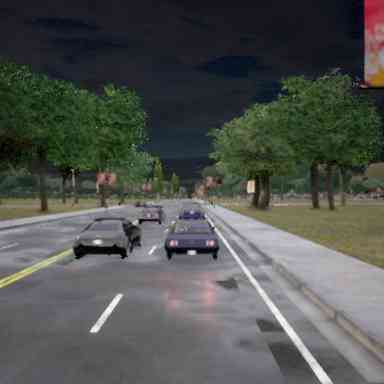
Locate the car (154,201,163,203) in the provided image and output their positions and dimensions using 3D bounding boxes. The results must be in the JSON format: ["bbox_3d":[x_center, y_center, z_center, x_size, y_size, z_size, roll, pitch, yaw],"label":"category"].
[{"bbox_3d":[-6.546,2.393,63.812,1.895,1.301,4.718,0,-1,0],"label":"car"}]

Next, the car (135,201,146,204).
[{"bbox_3d":[-9.799,2.354,63.571,1.994,1.385,4.181,0,-1,0],"label":"car"}]

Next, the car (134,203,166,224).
[{"bbox_3d":[-3.251,1.865,27.515,2.033,1.411,5.357,0,-1,0],"label":"car"}]

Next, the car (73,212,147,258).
[{"bbox_3d":[-3.238,1.718,13.509,1.994,1.385,4.181,0,-1,1],"label":"car"}]

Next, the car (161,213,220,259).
[{"bbox_3d":[0.012,1.752,13.262,1.895,1.301,4.718,0,-1,0],"label":"car"}]

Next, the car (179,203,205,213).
[{"bbox_3d":[0.008,1.680,28.433,2.097,1.767,4.553,0,-1,0],"label":"car"}]
